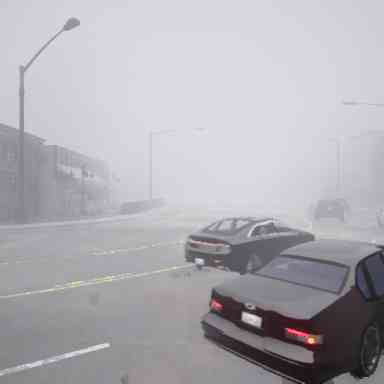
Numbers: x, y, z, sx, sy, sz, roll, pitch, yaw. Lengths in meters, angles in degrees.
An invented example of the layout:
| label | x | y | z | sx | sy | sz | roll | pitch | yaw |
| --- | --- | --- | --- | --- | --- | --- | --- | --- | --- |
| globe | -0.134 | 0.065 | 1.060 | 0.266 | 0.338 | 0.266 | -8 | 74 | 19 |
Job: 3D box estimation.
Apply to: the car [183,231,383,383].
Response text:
| label | x | y | z | sx | sy | sz | roll | pitch | yaw |
| --- | --- | --- | --- | --- | --- | --- | --- | --- | --- |
| car | 2.578 | 1.547 | 5.573 | 5.357 | 1.411 | 2.033 | 0 | 0 | -41 |

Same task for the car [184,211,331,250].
| label | x | y | z | sx | sy | sz | roll | pitch | yaw |
| --- | --- | --- | --- | --- | --- | --- | --- | --- | --- |
| car | 1.925 | 1.491 | 9.886 | 4.902 | 1.511 | 2.128 | 0 | 0 | -44 |

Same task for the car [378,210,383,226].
| label | x | y | z | sx | sy | sz | roll | pitch | yaw |
| --- | --- | --- | --- | --- | --- | --- | --- | --- | --- |
| car | 12.523 | 1.526 | 20.082 | 1.812 | 1.442 | 4.674 | 0 | 0 | 22 |

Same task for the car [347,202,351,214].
| label | x | y | z | sx | sy | sz | roll | pitch | yaw |
| --- | --- | --- | --- | --- | --- | --- | --- | --- | --- |
| car | 14.928 | 1.352 | 35.216 | 2.097 | 1.767 | 4.553 | 0 | 0 | 3 |

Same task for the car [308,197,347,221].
| label | x | y | z | sx | sy | sz | roll | pitch | yaw |
| --- | --- | --- | --- | --- | --- | --- | --- | --- | --- |
| car | 10.915 | 1.352 | 27.419 | 2.097 | 1.767 | 4.553 | 0 | 0 | 11 |
